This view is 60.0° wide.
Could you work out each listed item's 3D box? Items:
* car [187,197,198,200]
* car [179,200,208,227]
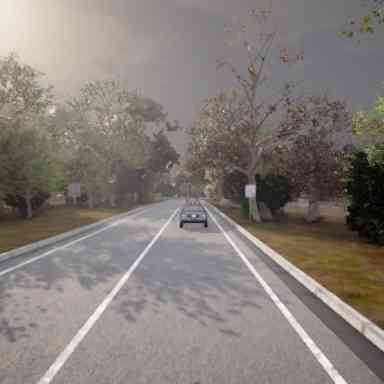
[{"bbox_3d":[0.109,1.402,42.629,2.033,1.411,5.357,0,0,0],"label":"car"},{"bbox_3d":[0.107,1.501,22.599,2.033,1.411,5.357,0,0,0],"label":"car"}]
